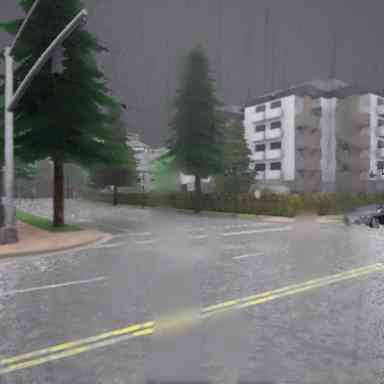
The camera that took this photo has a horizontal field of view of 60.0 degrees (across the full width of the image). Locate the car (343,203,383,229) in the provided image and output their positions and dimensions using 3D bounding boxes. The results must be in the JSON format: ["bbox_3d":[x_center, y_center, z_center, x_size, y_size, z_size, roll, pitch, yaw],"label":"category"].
[{"bbox_3d":[11.935,1.498,21.645,4.902,1.511,2.128,0,0,-30],"label":"car"}]
